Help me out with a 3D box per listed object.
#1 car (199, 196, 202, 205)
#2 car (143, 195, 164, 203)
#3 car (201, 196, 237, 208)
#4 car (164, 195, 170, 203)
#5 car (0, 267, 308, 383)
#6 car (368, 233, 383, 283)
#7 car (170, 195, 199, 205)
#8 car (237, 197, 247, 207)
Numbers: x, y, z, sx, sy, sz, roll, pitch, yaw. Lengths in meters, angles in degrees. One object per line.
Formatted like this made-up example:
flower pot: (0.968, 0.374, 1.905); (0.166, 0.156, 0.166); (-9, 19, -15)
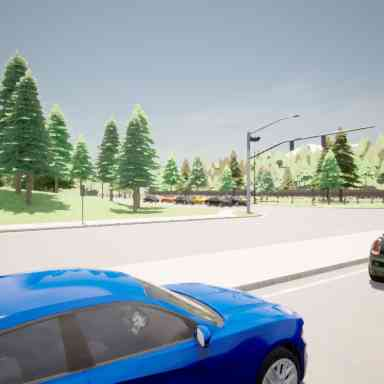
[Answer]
car: (1.162, 1.478, 60.137); (1.882, 1.535, 5.008); (0, 0, -35)
car: (-8.250, 1.505, 67.603); (1.837, 1.490, 4.892); (0, 0, -35)
car: (4.014, 1.478, 49.916); (1.882, 1.535, 5.008); (0, 0, -35)
car: (-4.577, 1.352, 68.470); (2.097, 1.767, 4.553); (0, 0, -35)
car: (-0.996, 1.478, 3.037); (5.008, 1.535, 1.882); (0, 0, -35)
car: (6.500, 1.352, 8.408); (4.553, 1.767, 2.097); (0, 0, -35)
car: (-1.361, 1.505, 57.624); (1.837, 1.490, 4.892); (0, 0, -35)
car: (6.634, 1.478, 52.280); (1.882, 1.535, 5.008); (0, 0, -35)
